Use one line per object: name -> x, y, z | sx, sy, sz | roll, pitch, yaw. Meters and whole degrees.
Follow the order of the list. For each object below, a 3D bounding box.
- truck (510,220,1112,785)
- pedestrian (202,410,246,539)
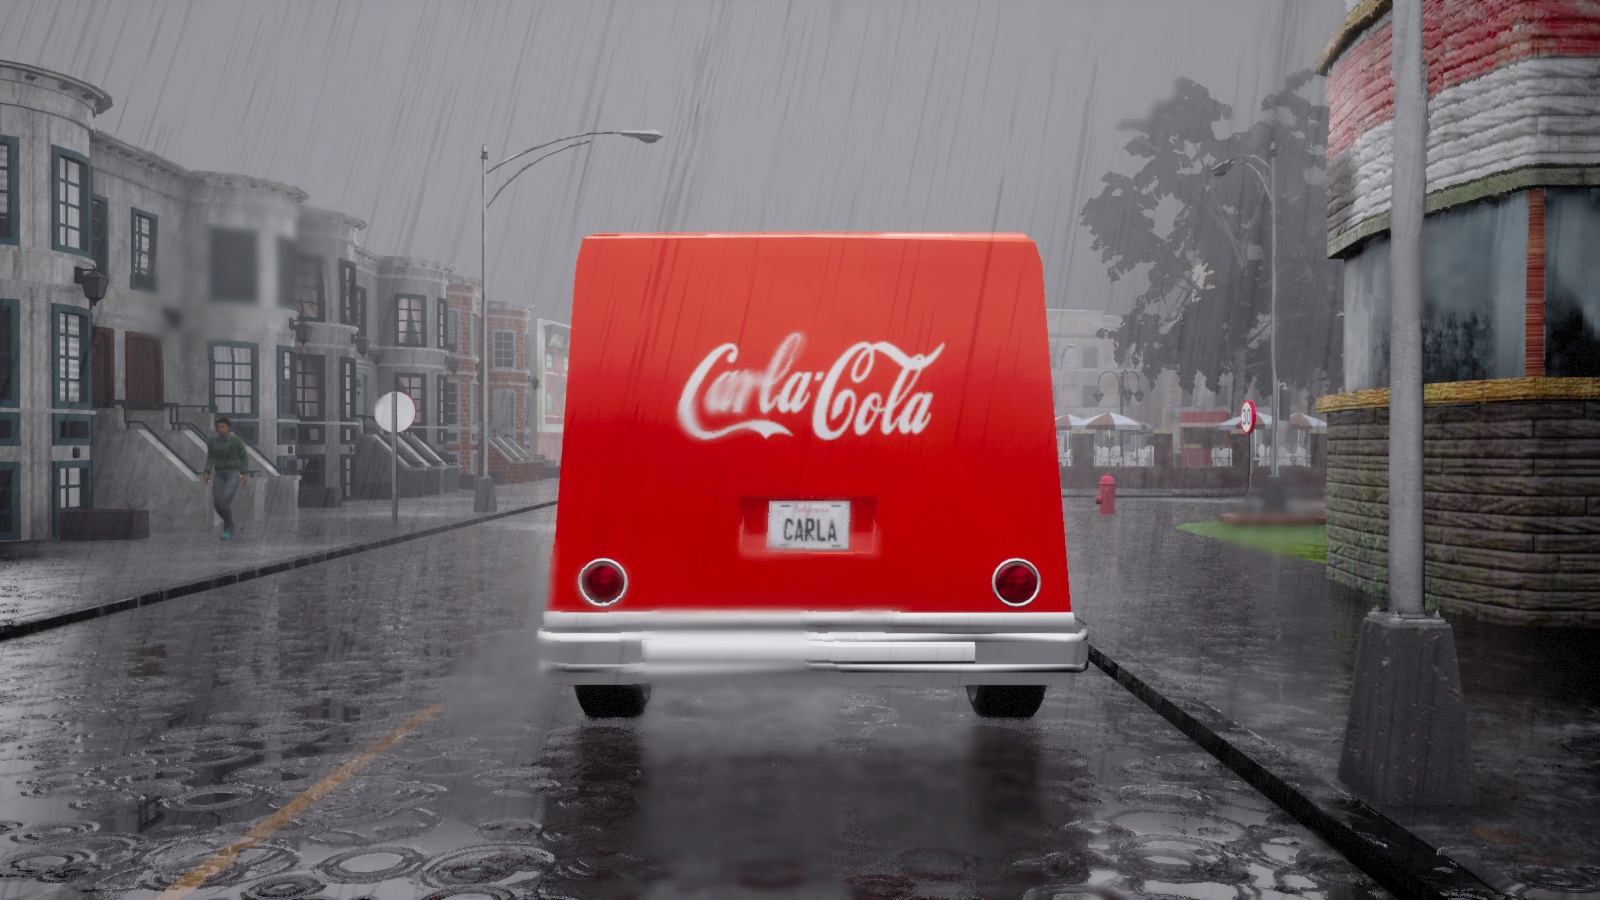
truck -> 0.060, 0.214, 8.087 | 2.627, 2.467, 5.204 | 0, 0, 0
pedestrian -> -8.330, 0.347, 18.175 | 0.353, 1.847, 0.614 | 0, 0, 0
